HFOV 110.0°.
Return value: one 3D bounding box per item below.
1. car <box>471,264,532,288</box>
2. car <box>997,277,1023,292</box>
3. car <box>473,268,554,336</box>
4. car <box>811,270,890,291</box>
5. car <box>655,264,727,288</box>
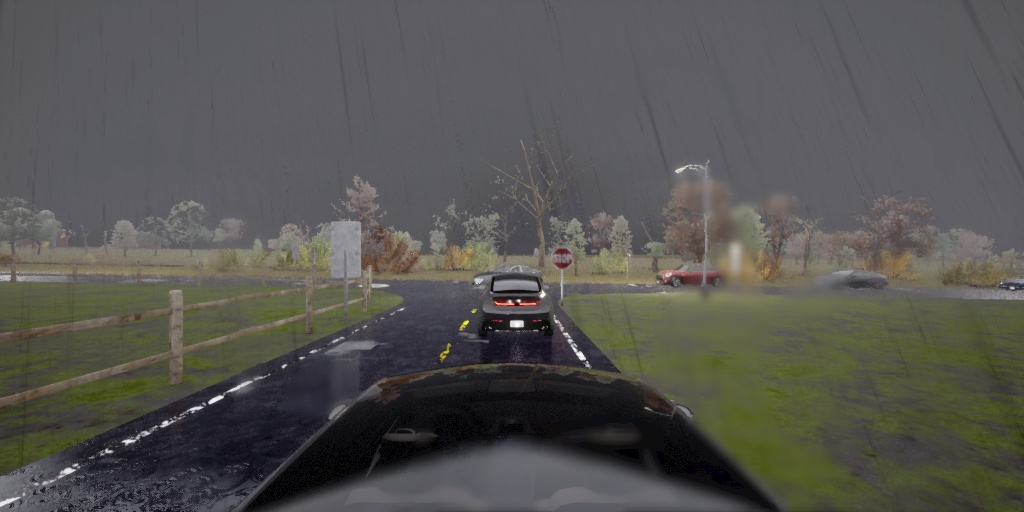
[{"bbox_3d":[-0.201,1.232,21.060,2.128,1.511,4.902,0,0,43],"label":"car"},{"bbox_3d":[38.841,1.986,25.891,5.357,1.411,2.033,1,1,0],"label":"car"},{"bbox_3d":[0.064,1.252,10.331,1.837,1.490,4.892,0,0,-1],"label":"car"},{"bbox_3d":[24.446,1.711,25.942,4.674,1.442,1.812,1,1,0],"label":"car"},{"bbox_3d":[12.811,1.331,25.919,4.553,1.767,2.097,1,1,-1],"label":"car"}]
